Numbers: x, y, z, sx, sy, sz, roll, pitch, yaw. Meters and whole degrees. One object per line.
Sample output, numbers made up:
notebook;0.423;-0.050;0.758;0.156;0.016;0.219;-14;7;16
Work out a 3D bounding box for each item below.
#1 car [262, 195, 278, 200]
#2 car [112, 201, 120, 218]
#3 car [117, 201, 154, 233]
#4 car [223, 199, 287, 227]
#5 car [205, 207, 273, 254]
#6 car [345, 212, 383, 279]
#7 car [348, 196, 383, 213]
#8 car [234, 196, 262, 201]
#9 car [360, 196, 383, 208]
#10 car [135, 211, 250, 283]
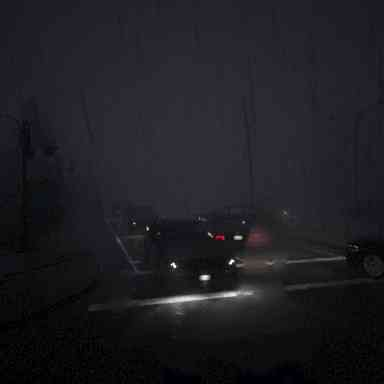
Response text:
car;10.423;1.278;47.074;2.152;1.636;5.027;0;0;-17
car;-6.222;1.515;30.091;2.033;1.411;5.357;0;0;-17
car;-3.083;1.529;19.933;2.033;1.411;5.357;0;0;-17
car;2.860;1.467;19.891;5.357;1.411;2.033;-3;1;-15
car;1.355;1.538;13.385;2.033;1.411;5.357;0;0;-3
car;6.521;1.475;8.214;5.008;1.535;1.882;0;0;40
car;15.633;1.356;29.149;1.970;1.475;3.806;0;0;-17
car;7.433;1.287;46.124;2.007;1.523;4.514;0;0;-17
car;23.971;1.274;43.118;1.845;1.501;3.633;0;0;-17
car;-0.371;1.542;10.093;2.033;1.411;5.357;0;0;-14
